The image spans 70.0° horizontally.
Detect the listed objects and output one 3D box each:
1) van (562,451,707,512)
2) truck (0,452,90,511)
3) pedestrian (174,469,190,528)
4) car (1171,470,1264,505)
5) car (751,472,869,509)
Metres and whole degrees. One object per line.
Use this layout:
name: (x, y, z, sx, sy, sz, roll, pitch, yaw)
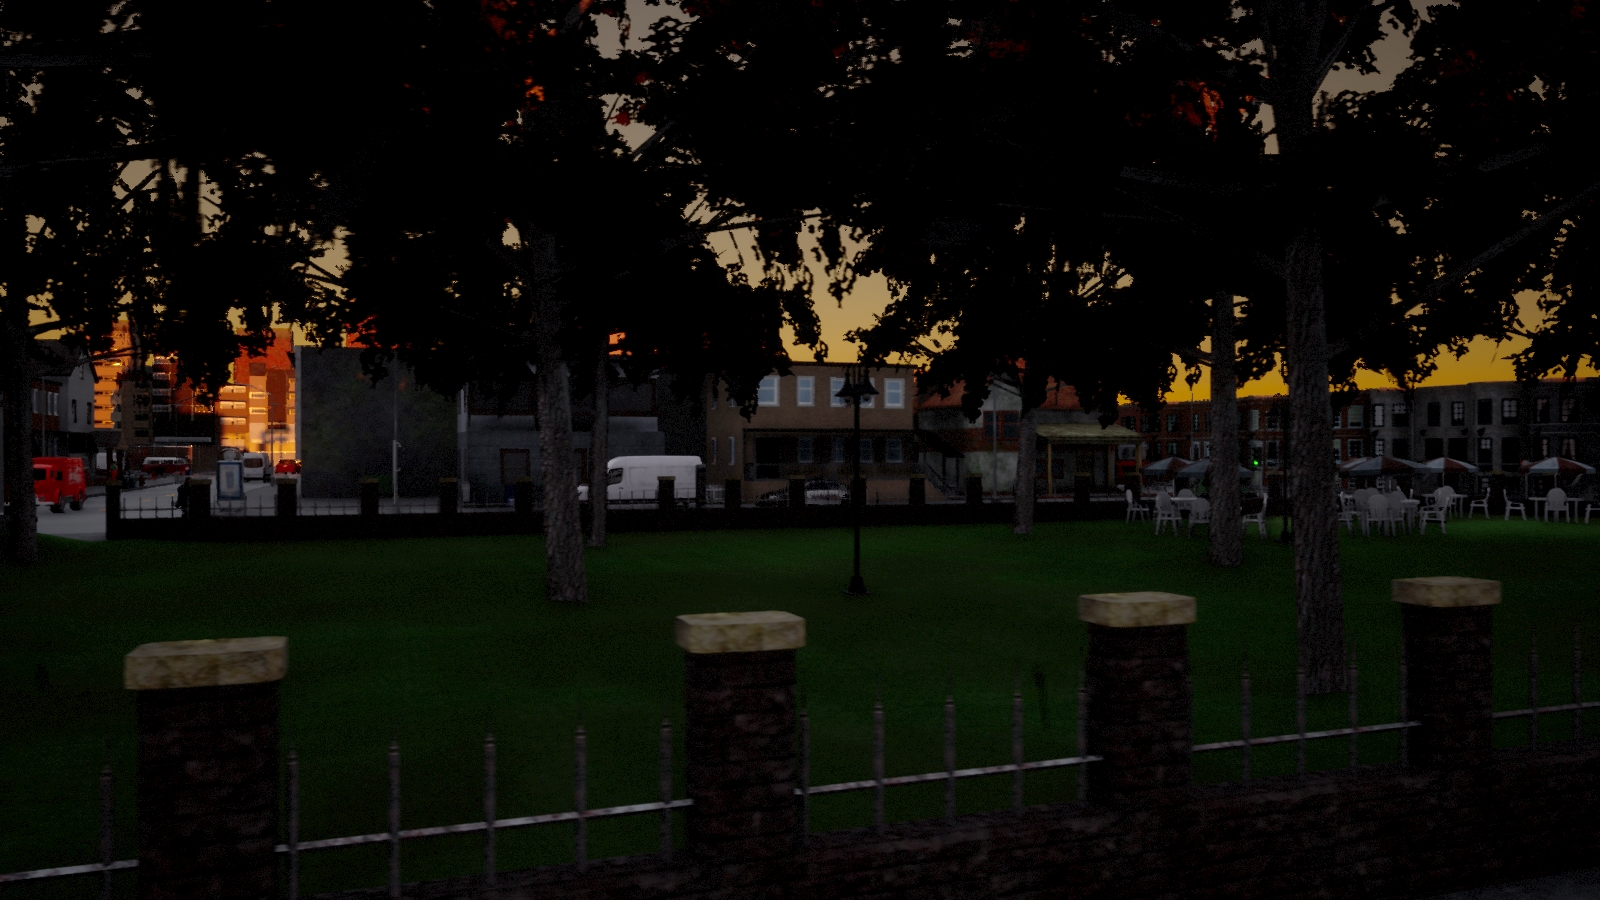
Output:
van: (-7.147, 1.314, 49.422, 5.915, 2.561, 1.988, 0, 0, -20)
truck: (-34.119, 1.348, 51.463, 2.627, 2.467, 5.204, 0, 0, -20)
pedestrian: (-19.709, 1.525, 36.416, 0.375, 1.860, 0.375, 0, 0, -15)
car: (20.144, 1.779, 55.143, 3.988, 1.617, 1.851, 0, 0, -20)
car: (0.448, 1.817, 52.311, 4.974, 1.542, 2.038, 0, 0, -21)
